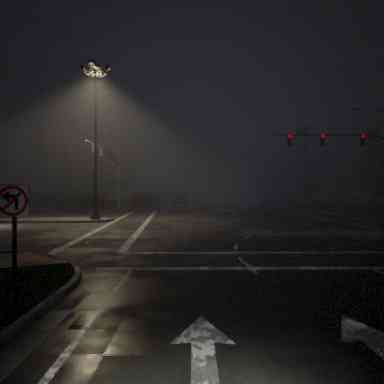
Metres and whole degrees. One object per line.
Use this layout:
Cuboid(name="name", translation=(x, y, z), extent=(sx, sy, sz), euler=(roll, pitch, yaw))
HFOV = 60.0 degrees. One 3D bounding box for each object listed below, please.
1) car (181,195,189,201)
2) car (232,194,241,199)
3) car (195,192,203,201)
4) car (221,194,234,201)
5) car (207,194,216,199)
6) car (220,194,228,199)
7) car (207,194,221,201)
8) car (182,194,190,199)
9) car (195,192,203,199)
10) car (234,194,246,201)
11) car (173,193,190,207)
Cuboid(name="car", translation=(-1.622, 1.519, 83.846), extent=(1.895, 1.301, 4.718), euler=(0, 0, 0))
Cuboid(name="car", translation=(12.425, 1.254, 92.913), extent=(1.837, 1.490, 4.892), euler=(0, 0, 0))
Cuboid(name="car", translation=(1.875, 1.401, 83.381), extent=(1.882, 1.535, 5.008), euler=(0, 0, 0))
Cuboid(name="car", translation=(8.881, 1.279, 84.531), extent=(2.097, 1.767, 4.553), euler=(0, 0, 0))
Cuboid(name="car", translation=(5.425, 1.279, 92.950), extent=(2.128, 1.511, 4.902), euler=(0, 0, 0))
Cuboid(name="car", translation=(8.925, 1.307, 92.931), extent=(1.994, 1.385, 4.181), euler=(0, 0, 0))
Cuboid(name="car", translation=(5.377, 1.279, 83.750), extent=(2.097, 1.767, 4.553), euler=(0, 0, 0))
Cuboid(name="car", translation=(-1.575, 1.279, 92.986), extent=(2.128, 1.511, 4.902), euler=(0, 0, 0))
Cuboid(name="car", translation=(1.925, 0.979, 92.998), extent=(2.150, 2.045, 5.566), euler=(0, 0, 0))
Cuboid(name="car", translation=(12.377, 1.401, 83.743), extent=(1.882, 1.535, 5.008), euler=(0, 0, 0))
Cuboid(name="car", translation=(-1.788, 1.177, 51.983), extent=(2.150, 2.045, 5.566), euler=(0, 0, 0))
